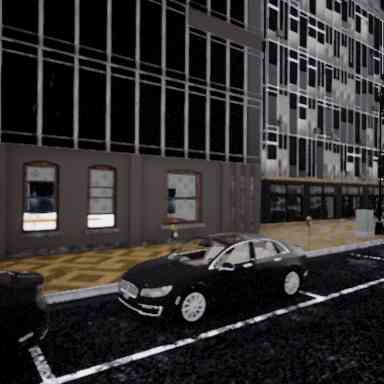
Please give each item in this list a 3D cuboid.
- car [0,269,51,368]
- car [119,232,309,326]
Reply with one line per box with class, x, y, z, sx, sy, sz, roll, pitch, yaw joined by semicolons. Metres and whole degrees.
car;-3.969;1.546;3.722;4.403;1.369;2.008;0;0;-36
car;0.651;1.571;7.018;4.403;1.369;2.008;0;0;-36
